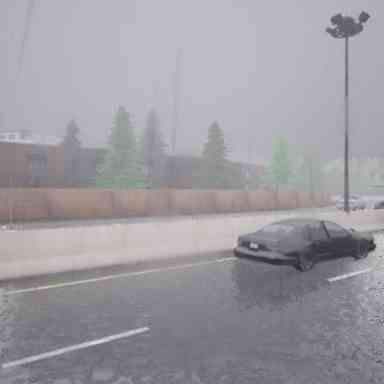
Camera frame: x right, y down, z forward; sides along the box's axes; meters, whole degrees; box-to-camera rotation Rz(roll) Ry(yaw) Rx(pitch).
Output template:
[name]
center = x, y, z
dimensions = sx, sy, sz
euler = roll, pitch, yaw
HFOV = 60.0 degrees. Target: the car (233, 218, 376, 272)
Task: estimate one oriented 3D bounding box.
[car]
center = 3.814, 1.568, 10.838
dimensions = 5.357, 1.411, 2.033
euler = 0, 0, -35
